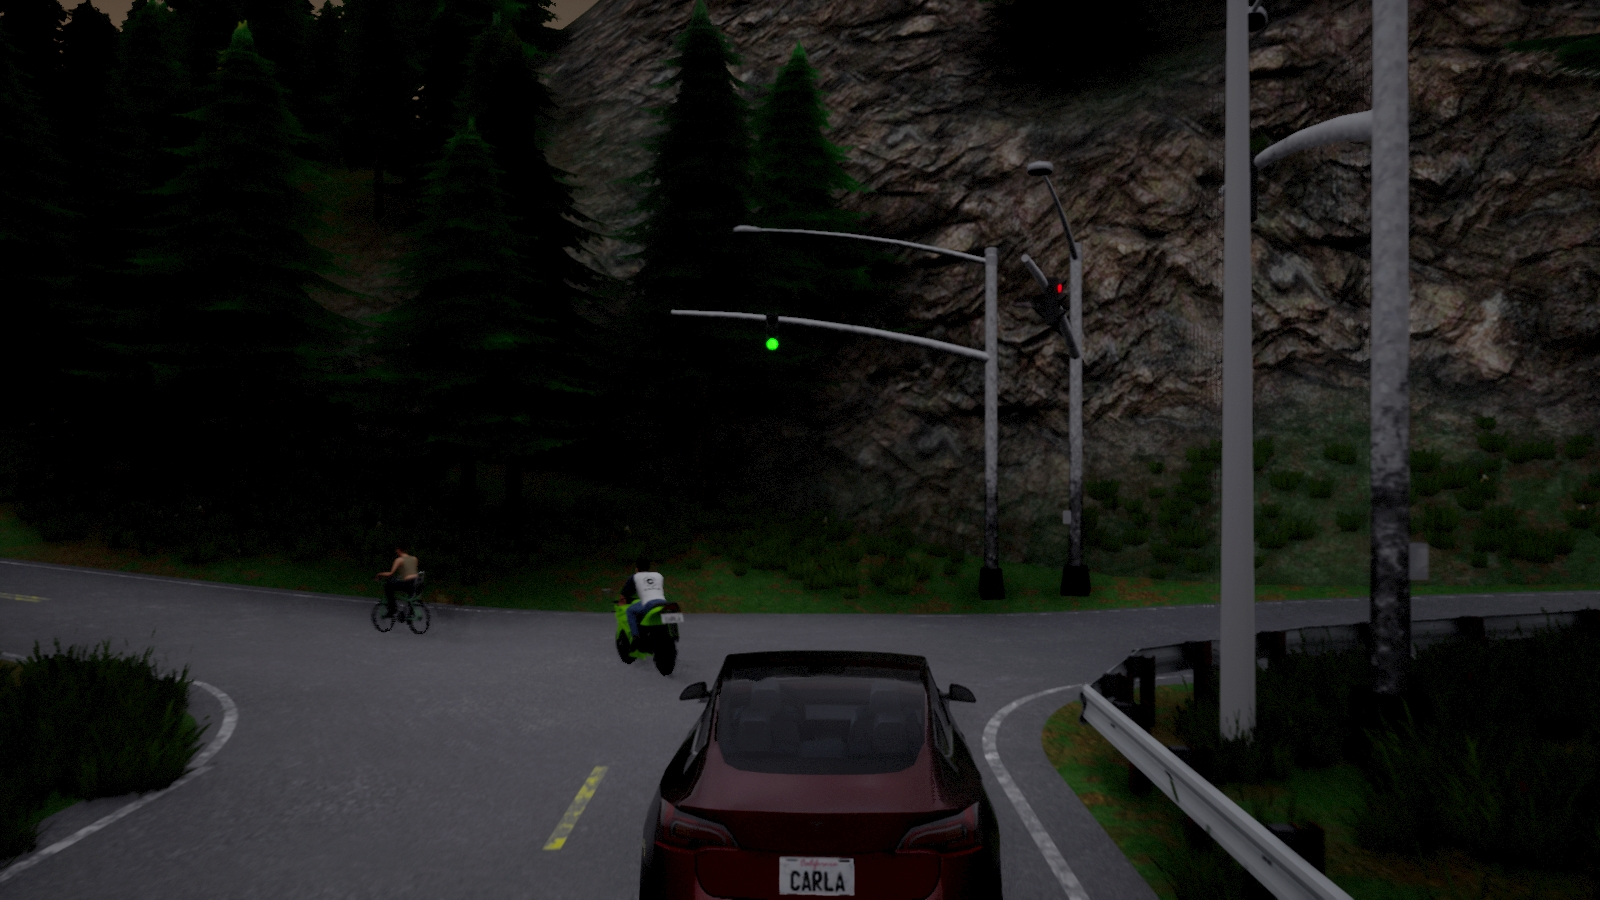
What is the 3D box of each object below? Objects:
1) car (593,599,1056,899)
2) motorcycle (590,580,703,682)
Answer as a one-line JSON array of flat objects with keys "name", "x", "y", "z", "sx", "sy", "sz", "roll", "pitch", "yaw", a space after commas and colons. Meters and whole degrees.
[{"name": "car", "x": 0.203, "y": 2.069, "z": 7.732, "sx": 2.163, "sy": 1.488, "sz": 4.792, "roll": 0, "pitch": 0, "yaw": 2}, {"name": "motorcycle", "x": -2.106, "y": 2.396, "z": 15.419, "sx": 0.803, "sy": 1.145, "sz": 2.033, "roll": 1, "pitch": -3, "yaw": -29}]
